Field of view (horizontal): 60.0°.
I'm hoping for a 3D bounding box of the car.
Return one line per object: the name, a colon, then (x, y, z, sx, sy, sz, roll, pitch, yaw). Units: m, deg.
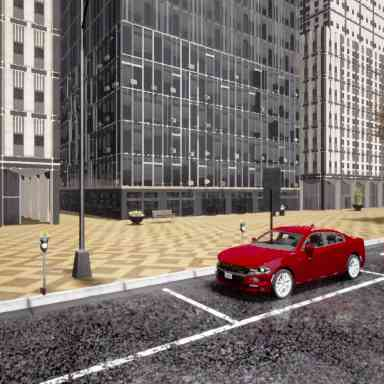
car: (2.606, 1.545, 8.422, 4.507, 1.381, 1.887, 0, 0, -36)
